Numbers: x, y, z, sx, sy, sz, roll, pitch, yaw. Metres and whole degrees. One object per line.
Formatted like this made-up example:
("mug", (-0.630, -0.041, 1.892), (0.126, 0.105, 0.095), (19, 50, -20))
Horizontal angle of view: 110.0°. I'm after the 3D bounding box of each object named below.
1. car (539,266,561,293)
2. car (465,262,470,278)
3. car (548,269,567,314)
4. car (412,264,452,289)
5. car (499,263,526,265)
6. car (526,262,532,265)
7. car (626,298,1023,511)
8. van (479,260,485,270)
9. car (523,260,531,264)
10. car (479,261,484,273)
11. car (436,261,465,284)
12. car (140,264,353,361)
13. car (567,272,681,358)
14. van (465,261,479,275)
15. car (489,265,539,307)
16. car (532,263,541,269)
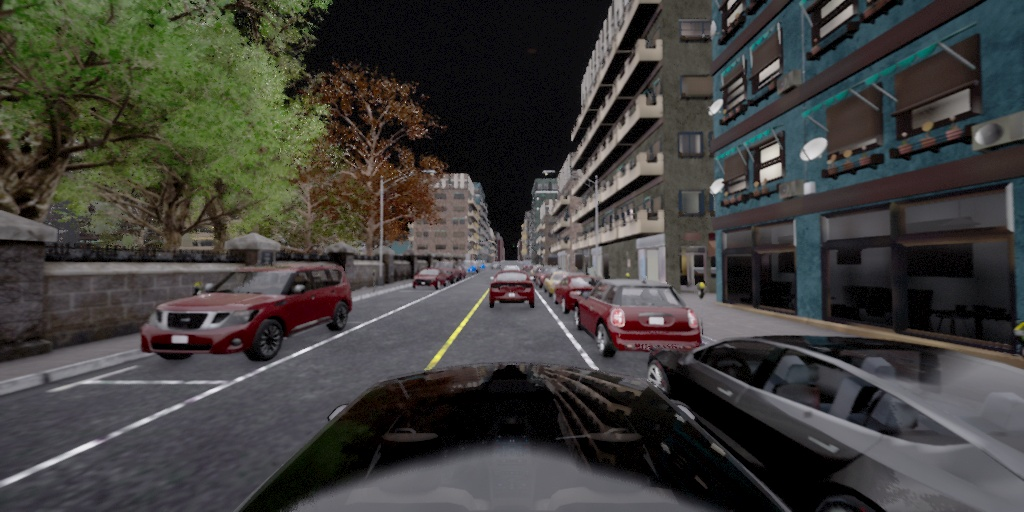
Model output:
("car", (2.686, 1.447, 19.858), (1.751, 1.417, 4.829), (0, 0, 0))
("car", (-5.699, 1.626, 36.255), (1.888, 1.381, 4.507), (0, 0, 0))
("car", (2.688, 1.414, 14.163), (1.888, 1.381, 4.507), (0, 0, 0))
("car", (-5.696, 1.520, 25.209), (1.888, 1.381, 4.507), (0, 0, 0))
("car", (-0.004, 1.558, 31.235), (1.812, 1.442, 4.674), (0, 0, 0))
("car", (2.682, 1.606, 36.427), (1.751, 1.417, 4.829), (0, 0, 0))
("car", (2.691, 1.329, 3.119), (1.948, 1.339, 4.313), (0, 0, 0))
("van", (-5.673, 1.688, 63.872), (1.690, 1.789, 3.998), (0, 0, 0))
("car", (2.645, 1.733, 58.349), (1.967, 1.591, 4.097), (0, 0, 0))
("car", (-5.687, 1.806, 52.825), (1.948, 1.339, 4.313), (0, 0, 0))
("car", (-5.697, 1.342, 30.732), (2.192, 1.841, 5.009), (0, 0, 0))
("car", (-5.691, 1.131, 8.640), (2.192, 1.841, 5.009), (0, 0, 0))
("car", (2.690, 1.256, 8.641), (1.967, 1.591, 4.097), (0, 0, 0))
("van", (-5.710, 1.528, 47.301), (1.690, 1.789, 3.998), (0, 0, 0))
("car", (0.000, 1.368, 16.346), (1.882, 1.535, 5.008), (0, 0, 0))
("car", (2.685, 1.414, 25.211), (1.967, 1.591, 4.097), (0, 0, 0))
